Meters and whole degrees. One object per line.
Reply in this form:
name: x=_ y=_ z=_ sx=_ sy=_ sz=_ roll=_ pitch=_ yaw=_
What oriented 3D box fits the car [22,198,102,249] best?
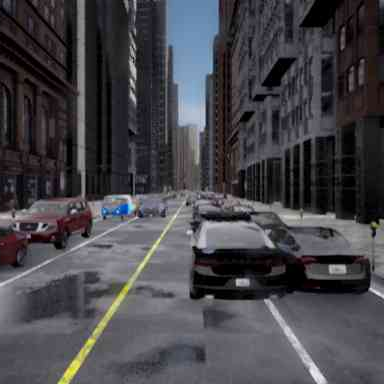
car: x=-5.715 y=1.203 z=14.057 sx=2.192 sy=1.841 sz=5.009 roll=0 pitch=0 yaw=0

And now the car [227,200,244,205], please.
car: x=2.827 y=1.396 z=19.646 sx=2.008 sy=1.369 sz=4.403 roll=0 pitch=0 yaw=0

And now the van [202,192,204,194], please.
van: x=2.935 y=0.938 z=53.256 sx=1.690 sy=1.788 sz=3.998 roll=0 pitch=0 yaw=0

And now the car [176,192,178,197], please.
car: x=-5.483 y=0.902 z=86.879 sx=1.887 sy=1.381 sz=4.507 roll=0 pitch=0 yaw=0

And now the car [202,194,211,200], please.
car: x=2.988 y=1.058 z=70.064 sx=1.802 sy=1.307 sz=4.206 roll=0 pitch=0 yaw=0

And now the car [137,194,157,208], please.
car: x=-5.626 y=1.119 z=42.066 sx=1.967 sy=1.590 sz=4.097 roll=0 pitch=0 yaw=0

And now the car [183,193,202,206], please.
car: x=0.170 y=1.216 z=45.685 sx=1.994 sy=1.385 sz=4.181 roll=0 pitch=0 yaw=1

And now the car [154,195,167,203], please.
car: x=-5.573 y=1.138 z=58.871 sx=1.802 sy=1.307 sz=4.206 roll=0 pitch=0 yaw=0

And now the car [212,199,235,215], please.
car: x=2.863 y=1.343 z=30.850 sx=1.802 sy=1.307 sz=4.206 roll=0 pitch=0 yaw=0

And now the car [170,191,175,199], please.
car: x=-5.519 y=0.987 z=75.676 sx=2.008 sy=1.369 sz=4.403 roll=0 pitch=0 yaw=0

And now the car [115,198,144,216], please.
car: x=-5.663 y=1.288 z=30.693 sx=1.752 sy=1.417 sz=4.829 roll=0 pitch=0 yaw=0

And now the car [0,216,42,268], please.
car: x=-5.734 y=1.514 z=8.457 sx=1.802 sy=1.307 sz=4.206 roll=0 pitch=0 yaw=0

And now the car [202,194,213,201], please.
car: x=2.970 y=1.098 z=64.462 sx=1.802 sy=1.307 sz=4.206 roll=0 pitch=0 yaw=0

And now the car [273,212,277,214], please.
car: x=2.809 y=1.454 z=14.045 sx=1.947 sy=1.339 sz=4.313 roll=0 pitch=0 yaw=0

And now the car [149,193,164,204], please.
car: x=-5.590 y=1.037 z=53.269 sx=1.967 sy=1.590 sz=4.097 roll=0 pitch=0 yaw=0

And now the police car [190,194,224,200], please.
police car: x=0.977 y=1.235 z=24.408 sx=1.930 sy=1.638 sz=5.238 roll=0 pitch=0 yaw=0

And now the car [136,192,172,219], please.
car: x=-3.012 y=1.144 z=26.754 sx=2.097 sy=1.767 sz=4.553 roll=0 pitch=0 yaw=0

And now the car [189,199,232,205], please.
car: x=0.898 y=1.361 z=18.299 sx=1.837 sy=1.490 sz=4.892 roll=0 pitch=0 yaw=0

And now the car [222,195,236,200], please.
car: x=2.845 y=1.243 z=25.248 sx=1.967 sy=1.590 sz=4.097 roll=0 pitch=0 yaw=0

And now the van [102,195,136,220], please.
van: x=-5.679 y=1.144 z=25.260 sx=1.690 sy=1.788 sz=3.998 roll=0 pitch=0 yaw=0

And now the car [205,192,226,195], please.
car: x=2.881 y=1.035 z=36.450 sx=2.192 sy=1.841 sz=5.009 roll=0 pitch=0 yaw=0

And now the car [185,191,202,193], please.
car: x=0.198 y=1.026 z=61.955 sx=2.128 sy=1.511 sz=4.902 roll=0 pitch=0 yaw=0

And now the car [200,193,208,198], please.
car: x=3.042 y=0.902 z=86.869 sx=1.887 sy=1.381 sz=4.507 roll=0 pitch=0 yaw=0

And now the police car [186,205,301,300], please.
police car: x=0.885 y=1.358 z=8.406 sx=1.930 sy=1.638 sz=5.238 roll=0 pitch=0 yaw=0

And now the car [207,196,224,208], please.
car: x=2.898 y=1.261 z=42.054 sx=1.802 sy=1.307 sz=4.206 roll=0 pitch=0 yaw=0

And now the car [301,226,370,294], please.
car: x=2.791 y=1.498 z=8.443 sx=1.947 sy=1.339 sz=4.313 roll=0 pitch=0 yaw=0
